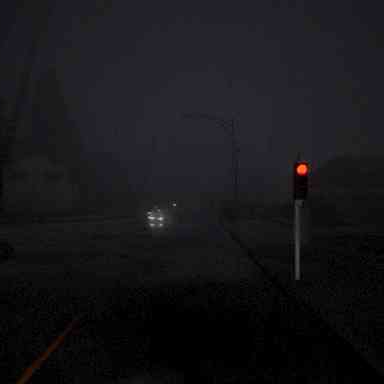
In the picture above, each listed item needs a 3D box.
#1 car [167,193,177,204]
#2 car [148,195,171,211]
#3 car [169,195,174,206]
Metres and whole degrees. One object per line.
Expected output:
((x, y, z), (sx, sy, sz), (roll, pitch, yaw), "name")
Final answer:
((-4.026, 1.240, 64.553), (2.150, 2.045, 5.566), (0, 0, 0), "car")
((-4.088, 1.504, 40.051), (2.128, 1.511, 4.902), (0, 0, 0), "car")
((-4.076, 1.541, 50.056), (1.812, 1.442, 4.674), (0, 0, 0), "car")
